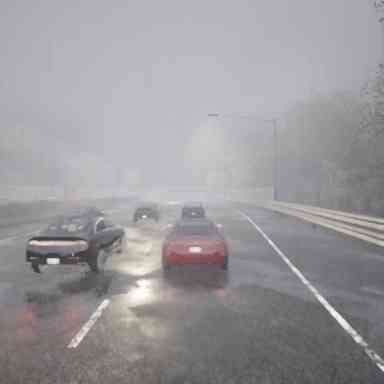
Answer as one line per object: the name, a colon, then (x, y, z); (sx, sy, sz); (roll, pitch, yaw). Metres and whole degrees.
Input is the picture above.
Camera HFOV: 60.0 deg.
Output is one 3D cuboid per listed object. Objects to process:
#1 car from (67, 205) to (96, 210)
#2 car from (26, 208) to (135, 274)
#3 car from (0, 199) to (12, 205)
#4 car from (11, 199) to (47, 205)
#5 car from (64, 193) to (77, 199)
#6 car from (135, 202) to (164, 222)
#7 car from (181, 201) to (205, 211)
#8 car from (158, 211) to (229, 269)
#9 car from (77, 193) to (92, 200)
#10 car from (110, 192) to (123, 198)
car: (-6.913, 1.558, 21.238); (2.033, 1.411, 5.357); (0, 0, 0)
car: (-3.405, 1.494, 10.597); (2.128, 1.511, 4.902); (0, 0, 0)
car: (-21.082, 1.518, 37.210); (2.128, 1.511, 4.902); (0, 0, 0)
car: (-17.583, 1.532, 36.991); (1.837, 1.490, 4.892); (0, 0, 0)
car: (-27.991, 1.105, 77.330); (2.150, 2.045, 5.566); (0, 0, 0)
car: (-3.403, 1.521, 26.242); (1.837, 1.490, 4.892); (0, 0, 0)
car: (0.099, 1.495, 27.793); (1.882, 1.535, 5.008); (0, 0, 0)
car: (0.095, 1.569, 11.213); (1.994, 1.385, 4.181); (0, 0, 0)
car: (-24.491, 1.380, 77.359); (1.837, 1.490, 4.892); (0, 0, 0)
car: (-17.491, 0.943, 77.713); (2.150, 2.045, 5.566); (0, 0, 0)
